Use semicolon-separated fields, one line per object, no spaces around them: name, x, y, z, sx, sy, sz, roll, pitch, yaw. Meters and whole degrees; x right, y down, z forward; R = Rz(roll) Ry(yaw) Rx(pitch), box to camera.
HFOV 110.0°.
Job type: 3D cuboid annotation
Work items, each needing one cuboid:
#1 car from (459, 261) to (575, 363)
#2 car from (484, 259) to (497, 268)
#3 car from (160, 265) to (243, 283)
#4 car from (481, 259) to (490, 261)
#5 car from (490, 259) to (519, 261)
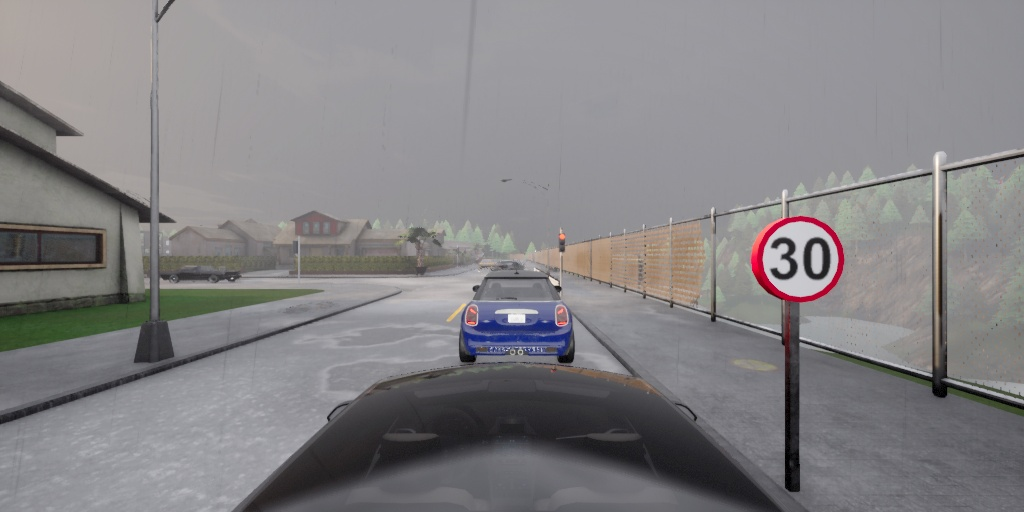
car;0.115;1.102;8.332;2.097;1.767;4.553;0;0;1
car;-3.558;1.255;60.650;1.837;1.490;4.892;0;0;1
car;-22.999;1.351;26.671;4.718;1.301;1.895;0;0;1
car;-3.661;1.227;51.200;1.882;1.535;5.008;0;0;1
car;-0.141;1.255;33.764;1.837;1.490;4.892;3;1;19
